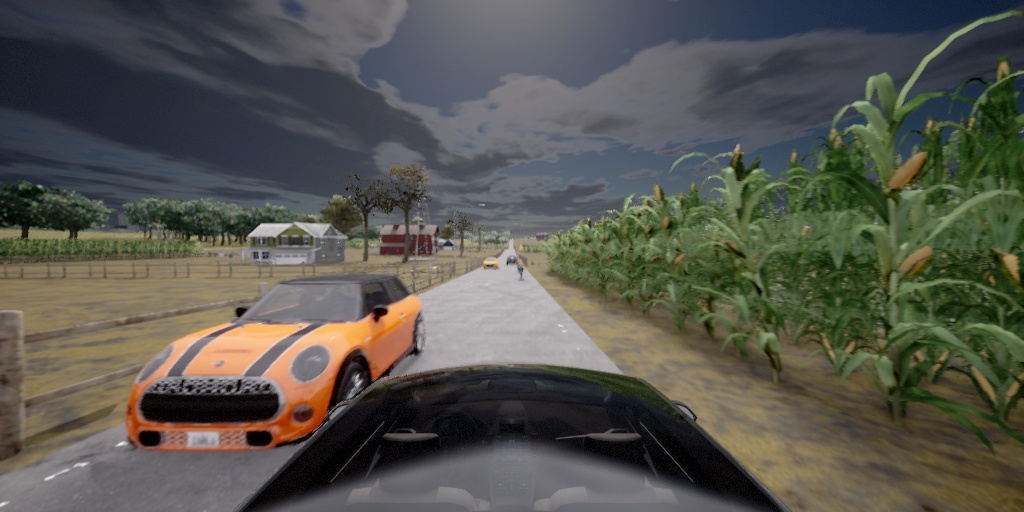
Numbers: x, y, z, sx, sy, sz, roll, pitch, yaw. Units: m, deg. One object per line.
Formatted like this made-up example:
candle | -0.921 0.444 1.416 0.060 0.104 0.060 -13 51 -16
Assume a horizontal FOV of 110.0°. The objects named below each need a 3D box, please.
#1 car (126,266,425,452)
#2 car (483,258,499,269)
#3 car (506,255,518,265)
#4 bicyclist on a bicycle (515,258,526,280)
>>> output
car | -2.849 1.090 5.550 2.097 1.767 4.553 0 0 0
car | -2.822 0.957 48.158 1.882 1.535 5.008 0 0 0
car | 0.051 0.690 65.014 2.097 1.767 4.553 0 1 1
bicyclist on a bicycle | 0.746 1.056 28.859 0.866 1.612 1.509 0 0 0
